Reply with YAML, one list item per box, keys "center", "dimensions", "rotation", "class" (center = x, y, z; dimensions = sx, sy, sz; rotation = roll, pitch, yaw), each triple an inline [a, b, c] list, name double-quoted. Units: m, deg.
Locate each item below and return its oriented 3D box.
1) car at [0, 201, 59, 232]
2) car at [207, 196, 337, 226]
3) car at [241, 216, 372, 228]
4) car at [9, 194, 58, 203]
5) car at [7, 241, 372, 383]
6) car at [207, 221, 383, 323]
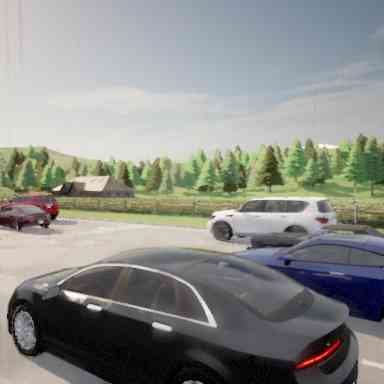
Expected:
- center: [-10.326, 1.487, 19.943]
  dimensions: [4.674, 1.442, 1.812]
  rotation: [0, 0, 35]
  class: "car"
- center: [3.359, 1.211, 14.495]
  dimensions: [5.566, 2.045, 2.150]
  rotation: [0, 0, 36]
  class: "car"
- center: [4.061, 1.597, 9.694]
  dimensions: [4.718, 1.301, 1.895]
  rotation: [0, 0, 36]
  class: "car"
- center: [-12.659, 1.173, 25.925]
  dimensions: [5.566, 2.045, 2.150]
  rotation: [0, 0, 35]
  class: "car"
- center: [-0.544, 1.499, 4.380]
  dimensions: [4.892, 1.490, 1.837]
  rotation: [0, 0, 36]
  class: "car"
- center: [2.684, 1.523, 6.376]
  dimensions: [4.674, 1.442, 1.812]
  rotation: [0, 0, 36]
  class: "car"
